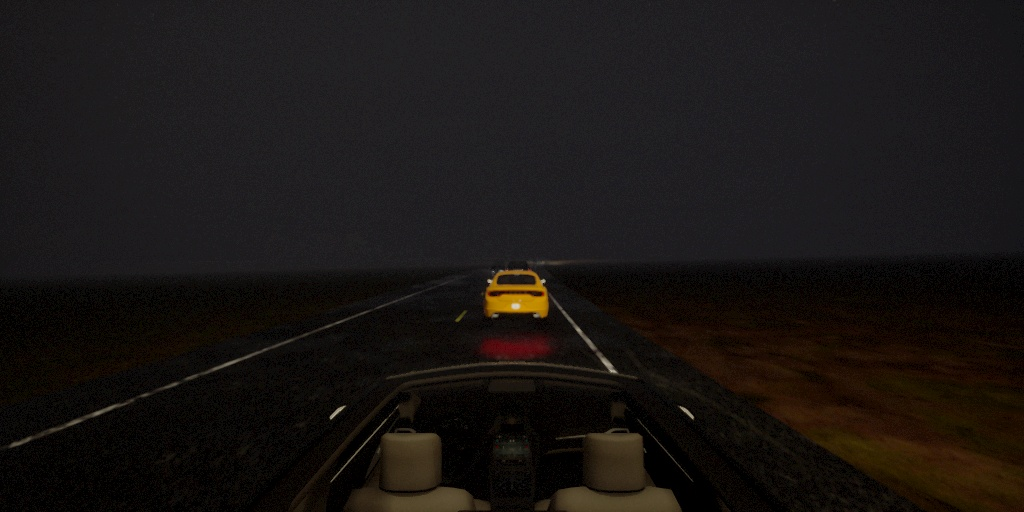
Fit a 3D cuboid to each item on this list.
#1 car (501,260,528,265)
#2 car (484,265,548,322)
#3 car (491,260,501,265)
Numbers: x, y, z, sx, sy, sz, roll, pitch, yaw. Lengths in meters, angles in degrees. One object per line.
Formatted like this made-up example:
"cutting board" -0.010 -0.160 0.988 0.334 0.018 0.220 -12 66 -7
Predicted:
"car" 0.510 1.081 27.546 2.097 1.767 4.553 0 0 2
"car" 0.156 1.221 12.262 1.882 1.535 5.008 0 0 1
"car" -1.925 1.249 53.088 2.033 1.411 5.357 0 0 4
